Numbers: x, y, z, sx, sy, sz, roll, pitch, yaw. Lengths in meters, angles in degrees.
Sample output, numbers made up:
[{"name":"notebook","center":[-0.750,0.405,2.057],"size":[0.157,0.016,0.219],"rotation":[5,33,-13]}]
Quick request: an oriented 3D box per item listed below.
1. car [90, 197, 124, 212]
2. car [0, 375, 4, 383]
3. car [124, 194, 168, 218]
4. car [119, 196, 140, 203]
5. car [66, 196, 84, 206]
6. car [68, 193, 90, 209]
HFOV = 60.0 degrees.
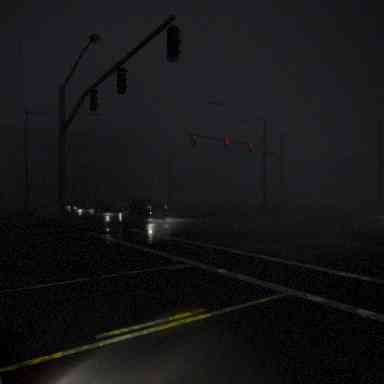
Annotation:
[{"name":"car","center":[-9.832,1.526,38.456],"size":[1.812,1.442,4.674],"rotation":[0,0,-36]},{"name":"car","center":[-3.664,1.547,1.195],"size":[5.357,1.411,2.033],"rotation":[0,0,-35]},{"name":"car","center":[-4.054,1.352,30.447],"size":[2.097,1.767,4.553],"rotation":[0,0,-36]},{"name":"car","center":[-13.647,1.524,72.556],"size":[1.812,1.442,4.674],"rotation":[0,0,30]},{"name":"car","center":[-19.602,1.492,56.030],"size":[2.128,1.511,4.902],"rotation":[0,0,-10]},{"name":"car","center":[-15.569,1.221,46.641],"size":[2.150,2.045,5.566],"rotation":[0,0,-33]}]
